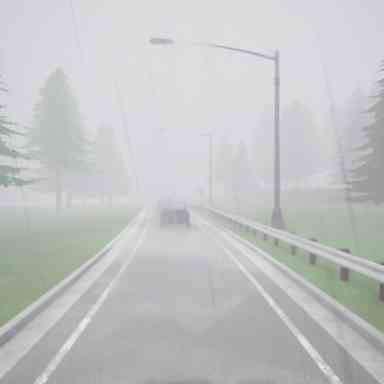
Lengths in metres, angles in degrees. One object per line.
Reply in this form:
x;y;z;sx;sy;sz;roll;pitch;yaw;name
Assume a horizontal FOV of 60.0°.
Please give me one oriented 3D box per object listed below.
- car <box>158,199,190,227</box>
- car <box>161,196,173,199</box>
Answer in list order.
-1.213;1.470;22.657;1.882;1.535;5.008;0;0;-5;car
-3.201;1.341;41.524;2.097;1.767;4.553;0;0;-7;car
